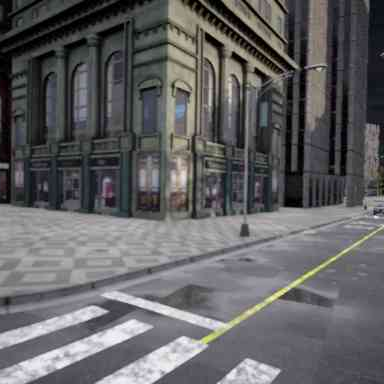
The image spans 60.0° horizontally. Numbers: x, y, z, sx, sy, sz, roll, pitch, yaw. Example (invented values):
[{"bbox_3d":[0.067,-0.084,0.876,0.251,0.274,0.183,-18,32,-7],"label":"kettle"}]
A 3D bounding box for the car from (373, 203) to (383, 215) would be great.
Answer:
[{"bbox_3d":[22.747,2.055,39.251,1.994,1.385,4.181,2,1,36],"label":"car"}]
